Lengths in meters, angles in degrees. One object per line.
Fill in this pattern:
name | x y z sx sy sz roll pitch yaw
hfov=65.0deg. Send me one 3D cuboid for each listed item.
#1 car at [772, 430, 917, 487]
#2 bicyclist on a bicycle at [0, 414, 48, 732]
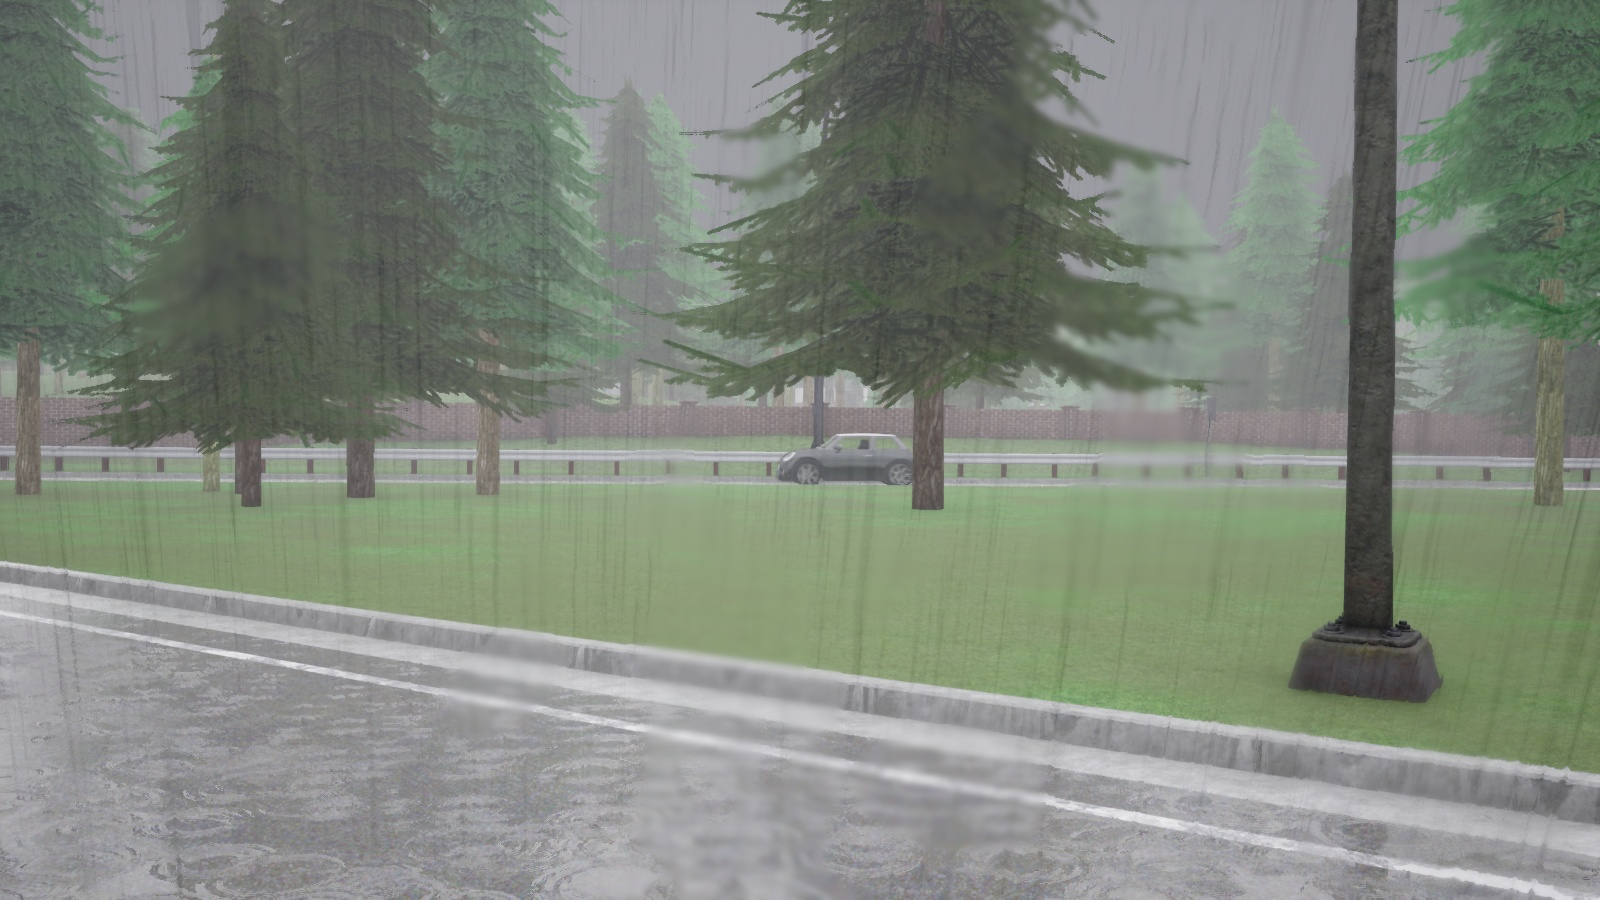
car | 1.183 0.211 34.794 3.806 1.475 1.970 -1 1 -4
bicyclist on a bicycle | -4.818 0.635 6.815 1.656 1.620 0.582 0 1 34
